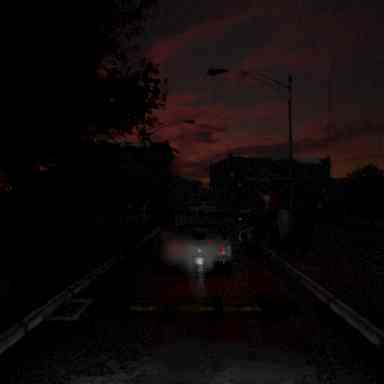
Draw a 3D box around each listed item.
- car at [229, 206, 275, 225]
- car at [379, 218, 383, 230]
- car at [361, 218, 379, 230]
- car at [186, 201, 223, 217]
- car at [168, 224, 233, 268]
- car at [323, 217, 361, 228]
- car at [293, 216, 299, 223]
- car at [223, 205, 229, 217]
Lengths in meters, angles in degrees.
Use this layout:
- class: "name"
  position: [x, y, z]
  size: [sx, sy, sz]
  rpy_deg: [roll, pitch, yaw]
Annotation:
- class: "car"
  position: [5.826, 2.397, 31.956]
  size: [1.812, 1.442, 4.674]
  rpy_deg: [2, -2, 39]
- class: "car"
  position: [27.678, 4.982, 50.699]
  size: [1.946, 1.575, 5.366]
  rpy_deg: [6, -3, -30]
- class: "car"
  position: [24.807, 4.737, 50.001]
  size: [2.002, 1.452, 4.674]
  rpy_deg: [7, -4, -30]
- class: "car"
  position: [1.248, 2.302, 45.404]
  size: [2.435, 2.045, 5.566]
  rpy_deg: [1, -2, -31]
- class: "car"
  position: [0.302, 1.775, 11.813]
  size: [1.895, 1.301, 4.718]
  rpy_deg: [0, -2, 1]
- class: "car"
  position: [21.844, 4.449, 49.442]
  size: [2.002, 1.452, 4.674]
  rpy_deg: [6, -3, -30]
- class: "car"
  position: [12.894, 3.544, 47.928]
  size: [1.946, 1.575, 5.366]
  rpy_deg: [7, -3, -31]
- class: "car"
  position: [4.119, 2.593, 46.037]
  size: [2.185, 1.767, 4.553]
  rpy_deg: [4, -3, -32]
